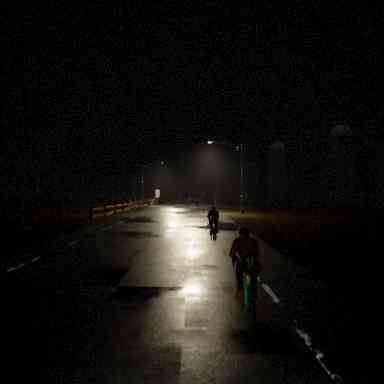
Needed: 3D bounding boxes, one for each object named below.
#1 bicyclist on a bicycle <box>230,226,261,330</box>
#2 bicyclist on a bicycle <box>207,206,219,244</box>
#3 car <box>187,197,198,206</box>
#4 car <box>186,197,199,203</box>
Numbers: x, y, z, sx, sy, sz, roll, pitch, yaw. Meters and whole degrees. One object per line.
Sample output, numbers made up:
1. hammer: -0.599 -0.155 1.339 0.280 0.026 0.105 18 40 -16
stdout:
1. bicyclist on a bicycle: 0.967 1.456 5.995 0.582 1.620 1.656 0 0 0
2. bicyclist on a bicycle: 0.970 1.463 14.962 0.582 1.620 1.656 0 0 0
3. car: 0.114 1.715 61.143 1.837 1.490 4.892 0 0 0
4. car: 0.219 1.843 77.050 2.128 1.511 4.902 0 -1 12
